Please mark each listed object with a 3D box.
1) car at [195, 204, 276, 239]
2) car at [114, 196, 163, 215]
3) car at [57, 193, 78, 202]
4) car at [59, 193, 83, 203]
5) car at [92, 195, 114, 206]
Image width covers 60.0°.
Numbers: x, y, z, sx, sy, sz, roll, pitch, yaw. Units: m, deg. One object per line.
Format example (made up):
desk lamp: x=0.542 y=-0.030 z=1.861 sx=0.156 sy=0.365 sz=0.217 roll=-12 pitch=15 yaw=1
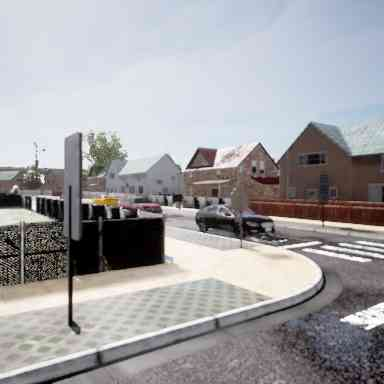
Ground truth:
car: x=2.061 y=1.399 z=16.969 sx=2.128 sy=1.511 sz=4.902 roll=0 pitch=1 yaw=-34
car: x=-4.053 y=1.149 z=25.996 sx=2.097 sy=1.767 sz=4.553 roll=0 pitch=1 yaw=-34
car: x=-21.204 y=0.921 z=56.570 sx=2.128 sy=1.511 sz=4.902 roll=0 pitch=1 yaw=-34
car: x=-15.625 y=1.181 z=43.181 sx=1.895 sy=1.301 sz=4.718 roll=0 pitch=1 yaw=-34
car: x=-10.864 y=1.104 z=41.333 sx=1.882 sy=1.535 sz=5.008 roll=0 pitch=1 yaw=-34
